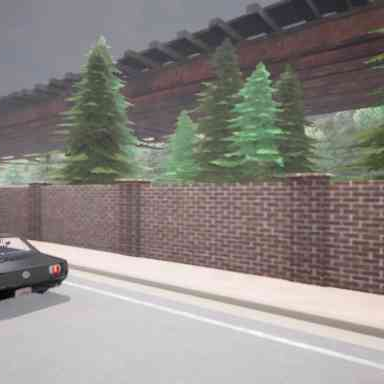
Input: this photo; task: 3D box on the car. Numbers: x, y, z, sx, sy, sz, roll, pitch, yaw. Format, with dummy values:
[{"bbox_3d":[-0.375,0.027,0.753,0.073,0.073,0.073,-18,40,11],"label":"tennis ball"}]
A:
[{"bbox_3d":[-4.965,1.598,7.532,4.718,1.301,1.895,0,0,36],"label":"car"}]
